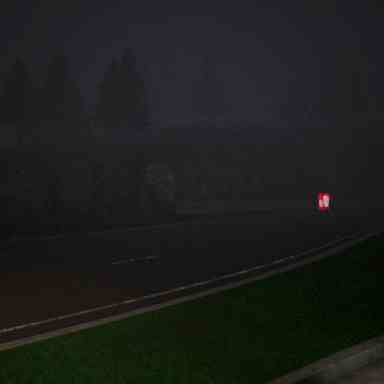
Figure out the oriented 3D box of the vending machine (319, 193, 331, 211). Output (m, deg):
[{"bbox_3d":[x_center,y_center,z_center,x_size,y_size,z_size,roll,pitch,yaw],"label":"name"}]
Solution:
[{"bbox_3d":[15.824,1.194,39.544,0.880,2.100,1.100,0,0,-13],"label":"vending machine"}]
